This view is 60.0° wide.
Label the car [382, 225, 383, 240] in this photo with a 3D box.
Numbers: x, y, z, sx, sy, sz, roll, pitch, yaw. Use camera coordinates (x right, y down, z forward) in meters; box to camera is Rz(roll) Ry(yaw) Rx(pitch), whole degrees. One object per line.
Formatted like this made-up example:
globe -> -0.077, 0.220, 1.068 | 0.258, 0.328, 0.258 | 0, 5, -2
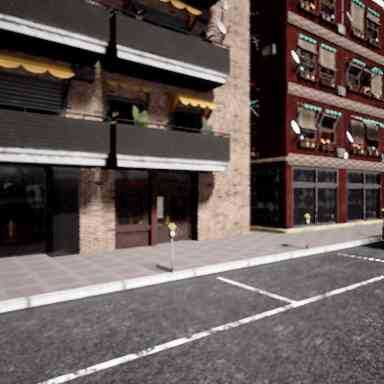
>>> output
car -> 9.764, 1.241, 13.508 | 5.009, 1.841, 2.192 | 0, 0, -35
